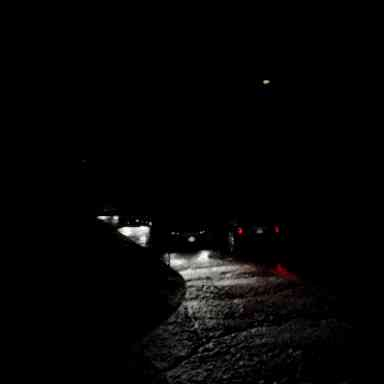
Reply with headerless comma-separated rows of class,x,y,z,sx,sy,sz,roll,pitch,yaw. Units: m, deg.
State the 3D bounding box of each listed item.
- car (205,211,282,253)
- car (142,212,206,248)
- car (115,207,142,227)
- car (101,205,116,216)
car,2.292,1.637,15.416,2.097,1.767,4.553,-1,-1,-12
car,-0.848,1.845,16.841,2.128,1.511,4.902,0,-1,-20
car,-5.010,2.136,28.208,1.994,1.385,4.181,0,-1,-20
car,-10.991,2.406,44.220,1.812,1.442,4.674,0,-1,-20
